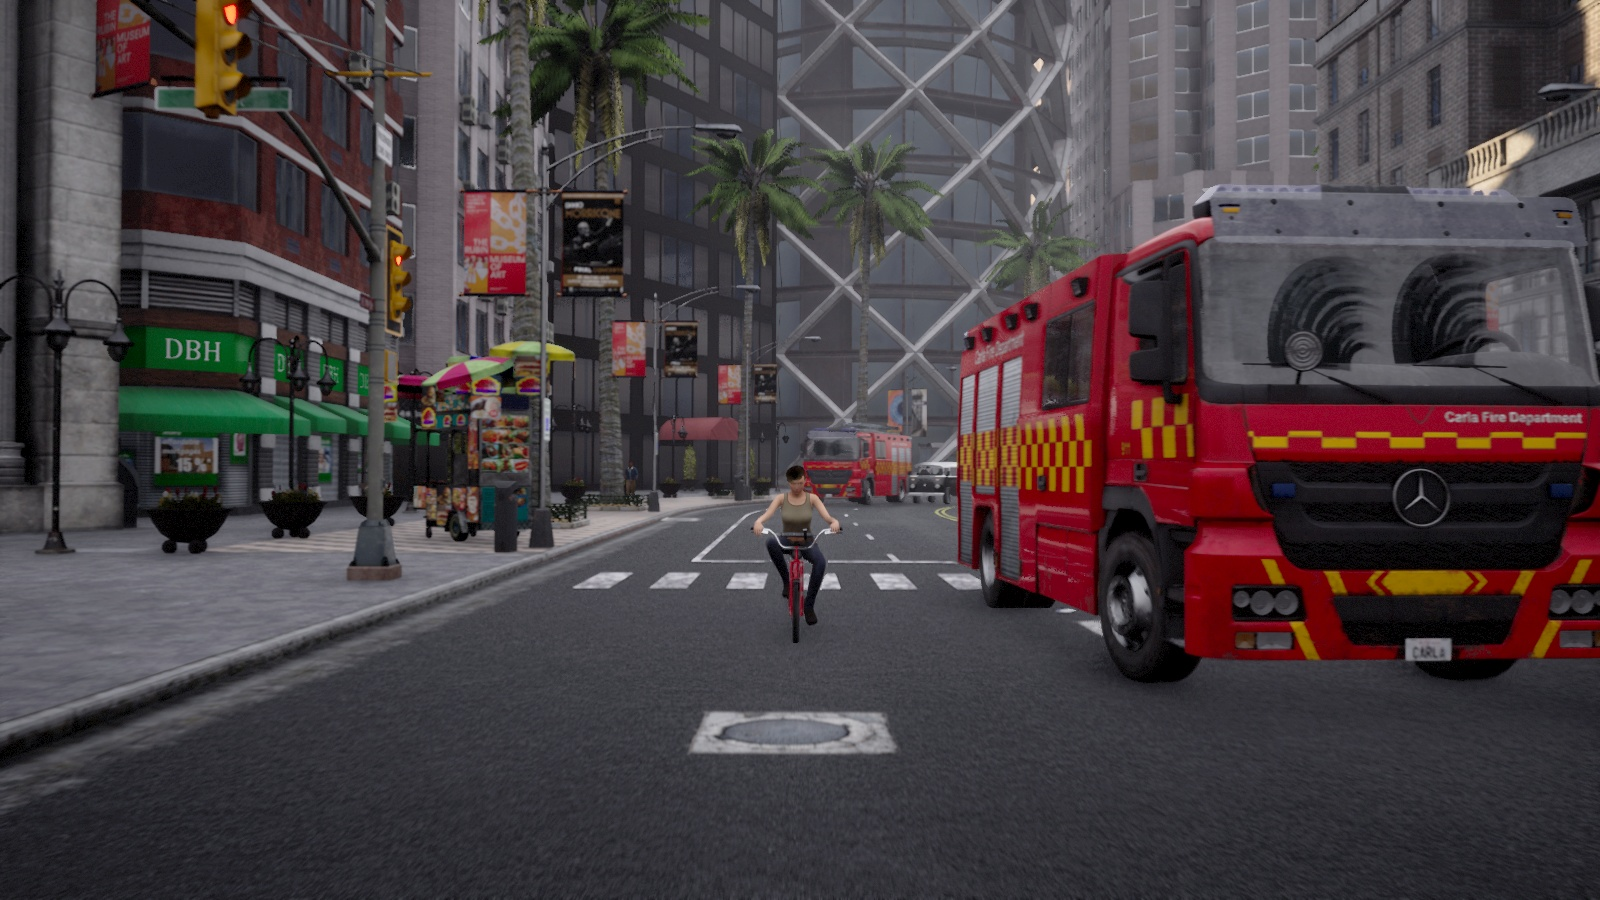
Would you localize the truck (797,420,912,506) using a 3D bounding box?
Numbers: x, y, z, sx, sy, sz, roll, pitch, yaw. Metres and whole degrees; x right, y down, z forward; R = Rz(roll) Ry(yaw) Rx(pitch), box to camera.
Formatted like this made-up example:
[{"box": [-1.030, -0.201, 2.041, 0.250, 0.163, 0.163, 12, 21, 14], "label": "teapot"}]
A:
[{"box": [2.771, 0.652, 60.502, 2.891, 3.827, 8.468, -1, -1, 22], "label": "truck"}]

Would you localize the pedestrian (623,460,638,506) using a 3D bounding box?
[{"box": [-7.111, 1.382, 52.709, 0.423, 1.949, 0.788, 0, -1, 10], "label": "pedestrian"}]

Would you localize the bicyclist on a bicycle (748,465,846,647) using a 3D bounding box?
[{"box": [-0.025, 0.950, 11.886, 0.866, 1.612, 1.509, 0, -1, 0], "label": "bicyclist on a bicycle"}]

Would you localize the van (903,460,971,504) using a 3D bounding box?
[{"box": [6.670, 1.530, 60.853, 2.069, 2.038, 4.480, -1, -1, 22], "label": "van"}]

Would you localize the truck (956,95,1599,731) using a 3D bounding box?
[{"box": [3.712, -0.166, 11.867, 2.891, 3.827, 8.468, 0, -1, -4], "label": "truck"}]
